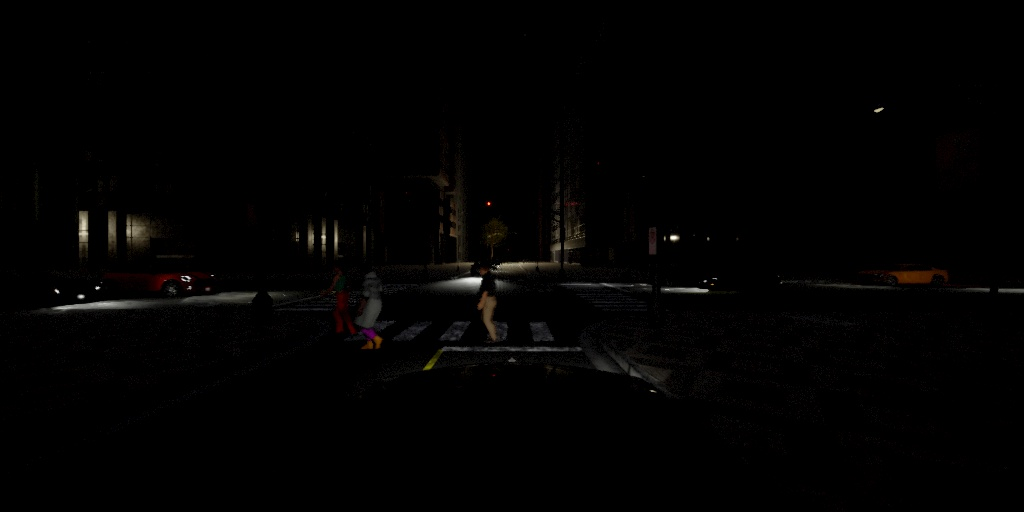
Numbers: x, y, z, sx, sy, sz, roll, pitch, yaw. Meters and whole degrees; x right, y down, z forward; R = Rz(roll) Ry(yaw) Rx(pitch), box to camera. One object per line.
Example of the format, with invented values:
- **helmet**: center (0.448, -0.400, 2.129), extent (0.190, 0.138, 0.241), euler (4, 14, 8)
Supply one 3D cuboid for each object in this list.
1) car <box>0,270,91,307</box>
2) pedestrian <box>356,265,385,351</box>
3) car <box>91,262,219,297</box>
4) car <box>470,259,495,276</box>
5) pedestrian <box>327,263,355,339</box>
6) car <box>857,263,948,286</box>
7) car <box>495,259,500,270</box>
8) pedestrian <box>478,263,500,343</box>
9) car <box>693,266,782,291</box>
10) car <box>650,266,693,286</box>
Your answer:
- **car**: center (-20.465, 1.290, 14.830), extent (5.357, 1.411, 2.033), euler (0, 0, 0)
- **pedestrian**: center (-2.950, 1.043, 7.537), extent (0.375, 1.860, 0.375), euler (0, 0, 0)
- **car**: center (-17.579, 1.090, 18.071), extent (4.553, 1.767, 2.097), euler (0, 0, 0)
- **car**: center (-3.112, 1.240, 36.389), extent (2.128, 1.511, 4.902), euler (0, 0, 0)
- **pedestrian**: center (-4.164, 1.044, 8.737), extent (0.375, 1.860, 0.375), euler (0, 0, 0)
- **car**: center (26.707, 1.249, 24.618), extent (5.008, 1.535, 1.882), euler (0, 0, 0)
- **car**: center (-3.143, 1.253, 51.162), extent (1.837, 1.490, 4.892), euler (0, 0, 0)
- **pedestrian**: center (-0.532, 1.043, 8.138), extent (0.375, 1.860, 0.375), euler (0, 0, 0)
- **car**: center (13.540, 1.324, 21.416), extent (4.181, 1.385, 1.994), euler (0, 0, 0)
- **car**: center (12.077, 1.354, 24.672), extent (4.718, 1.301, 1.895), euler (0, 0, 3)
